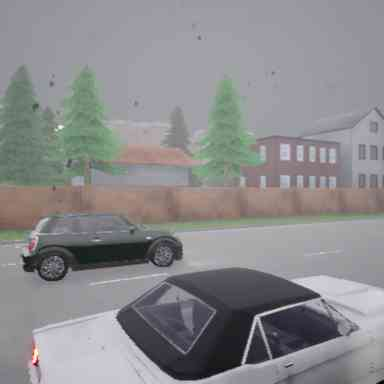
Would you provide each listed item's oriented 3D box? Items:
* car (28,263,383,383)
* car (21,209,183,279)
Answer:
[{"bbox_3d":[0.807,1.599,3.784,4.718,1.301,1.895,0,0,-29],"label":"car"},{"bbox_3d":[-2.546,1.351,9.929,4.553,1.767,2.097,0,0,-29],"label":"car"}]
